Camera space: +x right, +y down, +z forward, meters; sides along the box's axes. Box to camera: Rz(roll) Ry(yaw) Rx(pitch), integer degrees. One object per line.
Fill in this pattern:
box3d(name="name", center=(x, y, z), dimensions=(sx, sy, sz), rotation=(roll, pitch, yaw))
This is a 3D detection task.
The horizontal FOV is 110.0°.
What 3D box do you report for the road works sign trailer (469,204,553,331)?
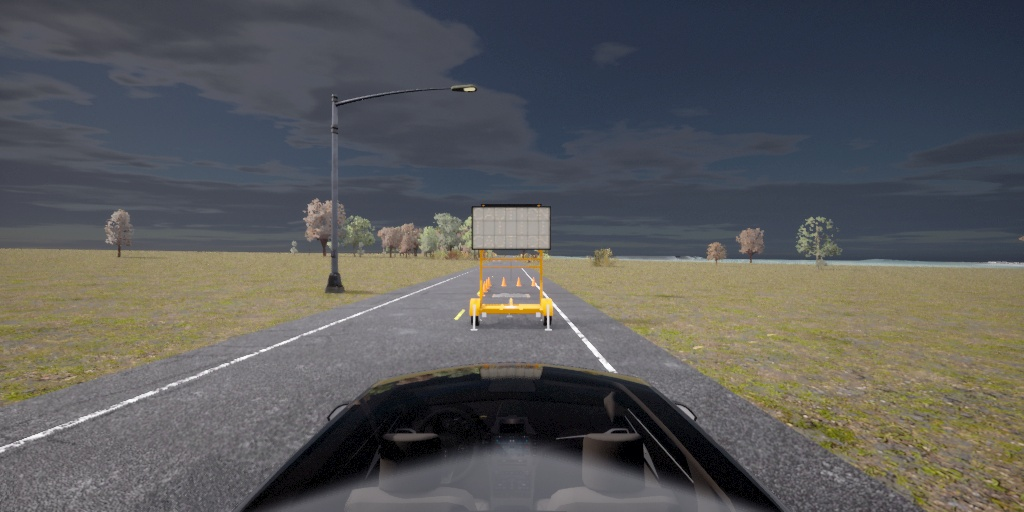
box3d(name="road works sign trailer", center=(-0.024, 0.218, 11.015), dimensions=(2.380, 3.560, 2.880), rotation=(0, 0, 0))
